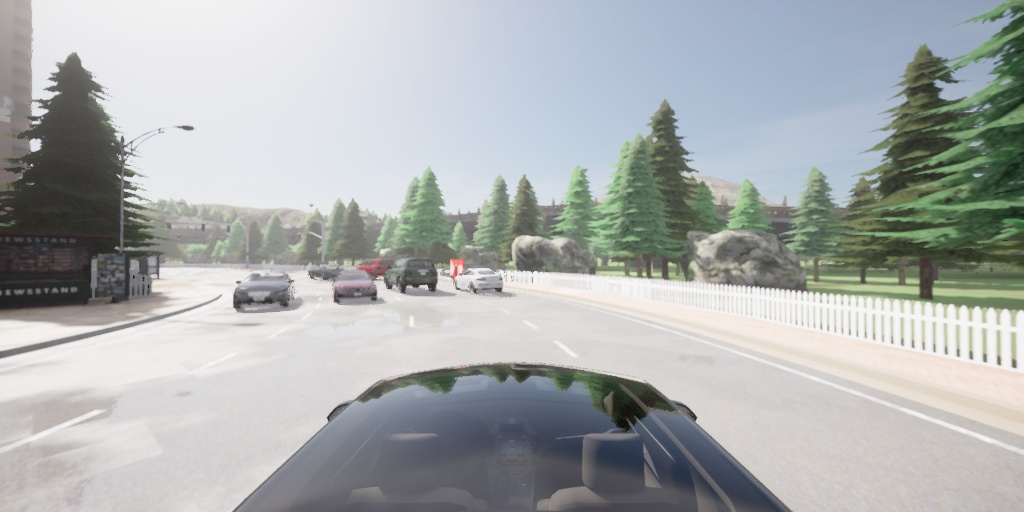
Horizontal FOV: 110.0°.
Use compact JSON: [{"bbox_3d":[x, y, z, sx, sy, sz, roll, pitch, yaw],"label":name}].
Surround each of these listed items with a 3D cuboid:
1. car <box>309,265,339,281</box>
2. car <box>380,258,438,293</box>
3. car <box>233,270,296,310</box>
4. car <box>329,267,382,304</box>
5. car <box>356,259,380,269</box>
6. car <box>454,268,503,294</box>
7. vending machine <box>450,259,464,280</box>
[{"bbox_3d":[-18.284,1.612,35.326,4.902,1.511,2.128,-1,-1,40],"label":"car"},{"bbox_3d":[-6.573,1.192,23.023,2.150,2.045,5.566,0,-2,-32],"label":"car"},{"bbox_3d":[-10.809,1.403,15.908,2.128,1.511,4.902,0,-1,-27],"label":"car"},{"bbox_3d":[-7.907,1.453,17.912,1.812,1.442,4.674,0,-1,-28],"label":"car"},{"bbox_3d":[-13.969,1.345,36.328,5.566,2.045,2.150,0,-1,41],"label":"car"},{"bbox_3d":[-2.114,1.486,22.104,1.812,1.442,4.674,0,-1,-28],"label":"car"},{"bbox_3d":[-5.115,1.275,33.476,1.100,2.100,0.880,0,0,-42],"label":"vending machine"}]
